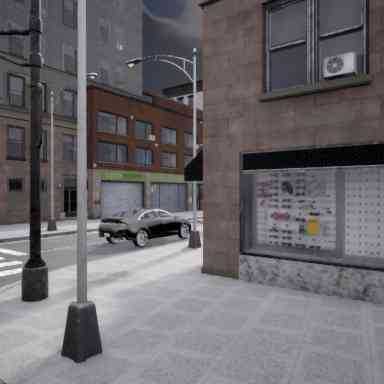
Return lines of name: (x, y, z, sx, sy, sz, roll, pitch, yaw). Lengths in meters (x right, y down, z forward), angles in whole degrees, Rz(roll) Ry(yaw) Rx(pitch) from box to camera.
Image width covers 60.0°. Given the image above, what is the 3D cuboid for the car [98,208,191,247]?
car: (-1.920, 1.459, 14.979, 2.128, 1.511, 4.902, 0, 0, 35)
